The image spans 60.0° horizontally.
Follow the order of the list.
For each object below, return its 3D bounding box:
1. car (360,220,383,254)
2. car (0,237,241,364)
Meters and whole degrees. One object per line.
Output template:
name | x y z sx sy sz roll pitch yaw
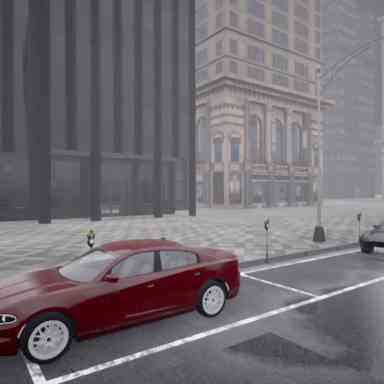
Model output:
car | 8.023 1.563 12.391 4.313 1.339 1.947 0 0 -36
car | -1.154 1.544 5.830 4.507 1.381 1.887 0 0 -36
